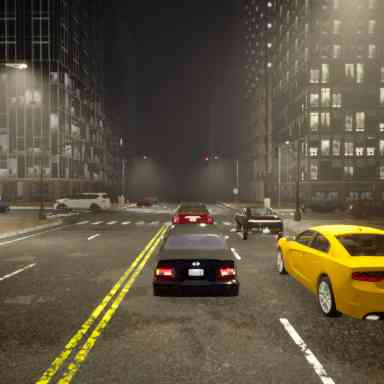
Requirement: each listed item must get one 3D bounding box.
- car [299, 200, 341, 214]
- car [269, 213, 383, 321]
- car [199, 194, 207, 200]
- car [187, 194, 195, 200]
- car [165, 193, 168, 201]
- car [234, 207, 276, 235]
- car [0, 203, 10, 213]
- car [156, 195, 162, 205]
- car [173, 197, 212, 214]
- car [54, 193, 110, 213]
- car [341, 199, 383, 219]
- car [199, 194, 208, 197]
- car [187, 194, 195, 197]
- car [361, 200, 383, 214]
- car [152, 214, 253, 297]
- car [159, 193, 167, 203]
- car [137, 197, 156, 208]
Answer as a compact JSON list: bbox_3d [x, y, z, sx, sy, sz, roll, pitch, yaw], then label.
[{"bbox_3d":[13.375,1.591,34.561,4.892,1.490,1.837,1,1,3],"label":"car"},{"bbox_3d":[3.323,1.474,7.447,1.882,1.535,5.008,0,0,0],"label":"car"},{"bbox_3d":[2.907,1.295,89.808,1.994,1.385,4.181,0,0,0],"label":"car"},{"bbox_3d":[-0.343,1.295,89.797,1.994,1.385,4.181,0,0,0],"label":"car"},{"bbox_3d":[-6.800,1.153,78.305,2.150,2.045,5.566,0,0,0],"label":"car"},{"bbox_3d":[3.277,1.482,16.864,2.128,1.511,4.902,0,0,1],"label":"car"},{"bbox_3d":[-20.035,1.317,31.697,5.008,1.535,1.882,1,1,1],"label":"car"},{"bbox_3d":[-6.794,1.556,57.551,1.895,1.301,4.718,0,0,0],"label":"car"},{"bbox_3d":[0.033,1.342,18.034,2.097,1.767,4.553,0,0,0],"label":"car"},{"bbox_3d":[-11.392,1.087,34.756,5.566,2.045,2.150,1,1,1],"label":"car"},{"bbox_3d":[16.093,1.519,28.652,5.009,1.841,2.192,1,0,1],"label":"car"},{"bbox_3d":[2.946,1.272,79.743,2.097,1.767,4.553,0,0,0],"label":"car"},{"bbox_3d":[-0.304,1.470,79.761,1.994,1.385,4.181,0,0,0],"label":"car"},{"bbox_3d":[21.670,1.643,36.960,4.829,1.417,1.752,1,0,1],"label":"car"},{"bbox_3d":[0.067,1.543,8.719,2.033,1.411,5.357,0,0,0],"label":"car"},{"bbox_3d":[-6.776,1.507,67.556,1.994,1.385,4.181,0,0,0],"label":"car"},{"bbox_3d":[-6.784,1.567,48.379,1.895,1.301,4.718,0,0,0],"label":"car"}]
